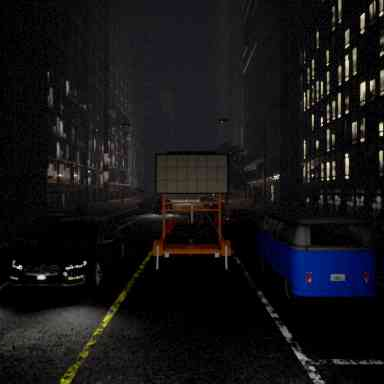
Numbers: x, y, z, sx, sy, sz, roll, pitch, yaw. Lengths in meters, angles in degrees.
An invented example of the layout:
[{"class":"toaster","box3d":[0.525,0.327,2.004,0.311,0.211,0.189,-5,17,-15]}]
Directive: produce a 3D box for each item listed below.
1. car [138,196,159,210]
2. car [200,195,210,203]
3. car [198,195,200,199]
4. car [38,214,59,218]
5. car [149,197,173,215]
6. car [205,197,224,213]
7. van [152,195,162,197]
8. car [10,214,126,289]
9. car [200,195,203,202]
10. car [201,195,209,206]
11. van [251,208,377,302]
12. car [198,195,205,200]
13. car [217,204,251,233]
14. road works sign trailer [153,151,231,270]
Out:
[{"class":"car","box3d":[-5.694,1.548,42.141,2.008,1.369,4.403,0,0,0]},{"class":"car","box3d":[2.685,1.401,70.600,1.967,1.590,4.097,0,0,0]},{"class":"car","box3d":[2.685,1.410,64.908,1.967,1.590,4.097,0,0,0]},{"class":"car","box3d":[-5.692,1.582,13.678,1.802,1.307,4.206,0,0,0]},{"class":"car","box3d":[-3.003,1.524,34.711,1.812,1.442,4.674,0,0,0]},{"class":"car","box3d":[2.687,1.581,36.446,1.802,1.307,4.206,0,0,0]},{"class":"van","box3d":[-5.694,1.328,53.526,1.690,1.788,3.998,0,0,0]},{"class":"car","box3d":[-3.101,1.504,9.273,1.837,1.490,4.892,0,0,0]},{"class":"car","box3d":[2.686,1.538,53.523,2.008,1.369,4.403,0,0,0]},{"class":"car","box3d":[2.686,1.544,47.831,2.008,1.369,4.403,0,0,0]},{"class":"van","box3d":[2.689,1.341,7.984,1.690,1.788,3.998,0,0,0]},{"class":"car","box3d":[2.683,1.462,93.371,1.887,1.381,4.507,0,0,0]},{"class":"car","box3d":[2.688,1.581,19.368,1.802,1.307,4.206,0,0,0]},{"class":"road works sign trailer","box3d":[-0.001,0.464,11.003,2.380,3.560,2.880,0,0,0]}]
